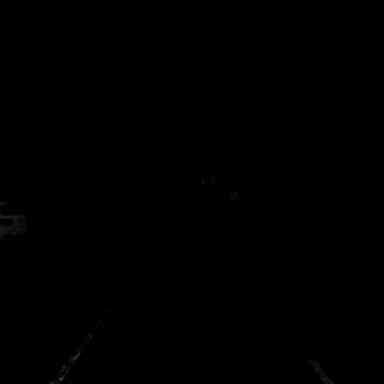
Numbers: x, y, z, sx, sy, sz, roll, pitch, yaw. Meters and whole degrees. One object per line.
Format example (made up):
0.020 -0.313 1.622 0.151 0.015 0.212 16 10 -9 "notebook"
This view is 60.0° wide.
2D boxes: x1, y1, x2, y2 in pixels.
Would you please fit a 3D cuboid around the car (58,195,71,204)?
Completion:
-23.188 1.368 55.354 4.674 1.452 2.002 0 0 0 "car"

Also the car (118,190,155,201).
-10.094 1.083 61.031 5.566 2.045 2.435 0 0 0 "car"

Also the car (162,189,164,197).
-9.943 0.822 83.317 4.553 1.767 2.185 0 2 0 "car"

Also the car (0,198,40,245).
-10.123 1.415 14.522 5.566 2.045 2.435 0 -1 0 "car"

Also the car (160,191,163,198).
-9.979 1.128 77.756 4.792 1.488 2.163 0 1 0 "car"

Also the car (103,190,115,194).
-22.807 0.945 83.238 5.366 1.575 1.946 0 2 0 "car"

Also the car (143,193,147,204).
-10.153 1.350 52.672 4.792 1.488 2.163 0 0 0 "car"

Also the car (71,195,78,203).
-23.194 1.364 58.267 4.792 1.488 2.163 0 0 0 "car"

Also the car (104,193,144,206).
-10.114 1.337 49.888 4.792 1.488 2.163 0 0 0 "car"

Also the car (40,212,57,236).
-10.083 1.699 17.295 5.008 1.535 2.097 0 -1 0 "car"

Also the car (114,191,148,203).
-10.136 1.208 55.459 4.553 1.767 2.185 0 0 0 "car"

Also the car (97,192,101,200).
-23.064 1.214 72.090 5.008 1.535 2.097 0 1 0 "car"

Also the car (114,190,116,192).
-22.978 0.860 86.027 5.008 1.535 2.097 0 2 0 "car"

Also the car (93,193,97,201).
-23.084 1.258 69.300 5.008 1.535 2.097 0 1 0 "car"

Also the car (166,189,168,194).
-9.848 0.657 91.682 5.008 1.535 2.097 0 2 0 "car"

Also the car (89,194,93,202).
-23.079 1.324 66.510 4.792 1.488 2.163 0 0 0 "car"

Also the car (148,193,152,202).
-10.080 1.339 58.237 5.008 1.535 2.097 0 0 0 "car"

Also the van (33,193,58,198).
-23.096 1.079 49.896 4.442 1.987 1.878 1 0 0 "van"

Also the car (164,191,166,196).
-9.895 0.899 86.108 4.674 1.452 2.002 0 2 0 "car"

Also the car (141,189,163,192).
-9.962 0.902 80.538 4.553 1.767 2.185 0 2 0 "car"

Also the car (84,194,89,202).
-23.312 1.314 63.855 5.366 1.575 1.946 0 0 0 "car"

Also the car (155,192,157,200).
-9.998 1.327 66.600 4.792 1.488 2.163 0 1 0 "car"

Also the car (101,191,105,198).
-23.043 1.159 75.007 4.892 1.521 2.231 0 1 0 "car"

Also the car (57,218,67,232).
-10.032 1.763 20.070 4.792 1.488 2.163 0 -1 0 "car"

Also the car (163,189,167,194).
-9.867 0.762 88.894 5.008 1.535 2.097 0 2 0 "car"

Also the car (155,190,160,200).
-9.957 1.089 72.178 4.553 1.767 2.185 0 1 0 "car"

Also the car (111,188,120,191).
-22.982 0.513 88.806 5.566 2.045 2.435 0 2 0 "car"

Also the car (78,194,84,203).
-23.331 1.327 61.060 5.366 1.575 1.946 0 0 0 "car"
